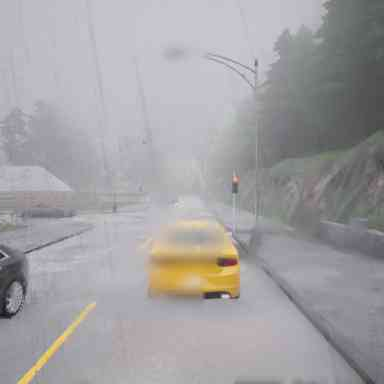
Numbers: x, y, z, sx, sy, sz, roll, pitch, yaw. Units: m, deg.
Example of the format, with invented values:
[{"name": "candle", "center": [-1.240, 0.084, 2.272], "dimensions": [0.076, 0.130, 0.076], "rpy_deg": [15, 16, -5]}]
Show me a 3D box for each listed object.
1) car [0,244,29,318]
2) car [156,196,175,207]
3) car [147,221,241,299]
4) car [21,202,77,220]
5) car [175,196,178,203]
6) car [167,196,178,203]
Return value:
[{"name": "car", "center": [-4.088, 1.504, 4.586], "dimensions": [1.837, 1.490, 4.892], "rpy_deg": [0, 0, 0]}, {"name": "car", "center": [-4.047, 1.349, 49.457], "dimensions": [2.097, 1.767, 4.553], "rpy_deg": [0, 0, 0]}, {"name": "car", "center": [0.061, 1.477, 8.490], "dimensions": [1.882, 1.535, 5.008], "rpy_deg": [0, 0, 1]}, {"name": "car", "center": [-11.806, 1.563, 27.568], "dimensions": [4.181, 1.385, 1.994], "rpy_deg": [0, 0, 2]}, {"name": "car", "center": [-4.020, 1.560, 58.776], "dimensions": [1.994, 1.385, 4.181], "rpy_deg": [0, 0, 0]}, {"name": "car", "center": [-3.938, 1.560, 68.785], "dimensions": [1.994, 1.385, 4.181], "rpy_deg": [0, 0, 1]}]
